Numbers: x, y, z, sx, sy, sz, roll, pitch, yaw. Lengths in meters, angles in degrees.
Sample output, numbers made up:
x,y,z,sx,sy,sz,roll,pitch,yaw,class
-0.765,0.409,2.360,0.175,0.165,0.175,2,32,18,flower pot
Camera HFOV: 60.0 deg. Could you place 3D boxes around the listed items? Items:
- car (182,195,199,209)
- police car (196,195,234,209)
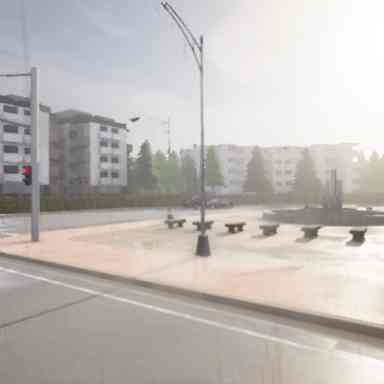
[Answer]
x,y,z,sx,sy,sz,roll,pitch,yaw,class
1.158,1.459,50.619,5.566,2.045,2.150,0,0,-34,car
3.674,1.634,48.218,5.238,1.638,1.930,0,0,-33,police car
